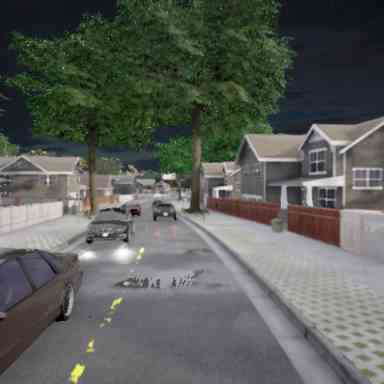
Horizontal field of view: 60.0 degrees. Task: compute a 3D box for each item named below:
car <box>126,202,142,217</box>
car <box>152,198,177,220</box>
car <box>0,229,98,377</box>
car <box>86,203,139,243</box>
[{"bbox_3d":[-5.679,1.625,31.190,1.895,1.301,4.718,0,0,-7],"label":"car"},{"bbox_3d":[-2.328,1.532,27.770,1.812,1.442,4.674,0,0,-8],"label":"car"},{"bbox_3d":[-3.031,1.559,4.547,2.033,1.411,5.357,0,0,-2],"label":"car"},{"bbox_3d":[-3.816,1.523,16.129,1.837,1.490,4.892,0,0,-6],"label":"car"}]
